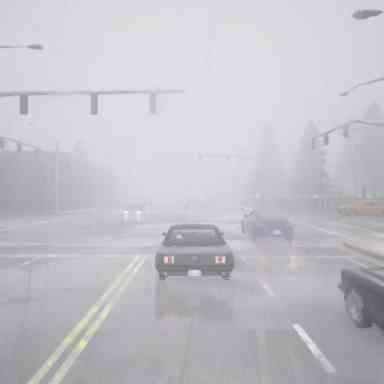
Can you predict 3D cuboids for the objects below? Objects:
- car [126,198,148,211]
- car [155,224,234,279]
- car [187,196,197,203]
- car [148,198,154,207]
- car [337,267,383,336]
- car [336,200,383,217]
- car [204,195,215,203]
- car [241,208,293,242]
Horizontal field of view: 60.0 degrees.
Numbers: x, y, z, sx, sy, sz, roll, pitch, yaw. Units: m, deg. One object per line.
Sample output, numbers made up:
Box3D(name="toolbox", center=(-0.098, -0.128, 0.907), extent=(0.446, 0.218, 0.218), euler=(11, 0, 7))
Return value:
Box3D(name="car", center=(-7.072, 1.538, 41.852), extent=(1.812, 1.442, 4.674), euler=(0, 0, 0))
Box3D(name="car", center=(0.040, 1.604, 9.985), extent=(1.895, 1.301, 4.718), euler=(0, 0, -1))
Box3D(name="car", center=(0.041, 1.498, 69.486), extent=(1.882, 1.535, 5.008), euler=(0, 0, 0))
Box3D(name="car", center=(-7.058, 1.579, 51.876), extent=(1.994, 1.385, 4.181), euler=(0, 0, 0))
Box3D(name="car", center=(3.603, 1.602, 4.006), extent=(1.895, 1.301, 4.718), euler=(0, 0, 0))
Box3D(name="car", center=(15.943, 1.486, 30.624), extent=(5.008, 1.535, 1.882), euler=(0, 0, 0))
Box3D(name="car", center=(3.547, 1.375, 69.482), extent=(2.097, 1.767, 4.553), euler=(0, 0, 0))
Box3D(name="car", center=(3.607, 1.530, 16.414), extent=(1.812, 1.442, 4.674), euler=(0, 0, 0))
